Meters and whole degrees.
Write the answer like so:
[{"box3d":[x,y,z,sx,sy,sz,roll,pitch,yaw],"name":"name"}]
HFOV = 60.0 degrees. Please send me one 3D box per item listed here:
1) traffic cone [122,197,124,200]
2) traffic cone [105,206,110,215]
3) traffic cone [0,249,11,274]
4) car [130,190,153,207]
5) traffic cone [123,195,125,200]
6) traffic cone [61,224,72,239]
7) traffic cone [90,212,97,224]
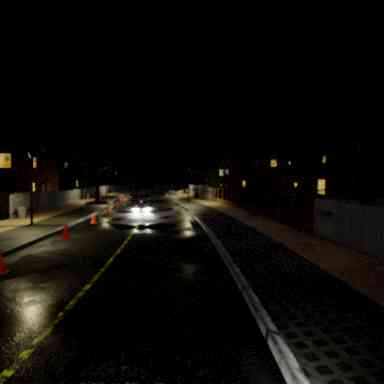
[{"box3d":[-7.157,0.973,32.799,0.340,0.580,0.340,-1,2,-9],"name":"traffic cone"},{"box3d":[-5.831,1.262,23.011,0.340,0.580,0.340,0,2,-6],"name":"traffic cone"},{"box3d":[-4.744,1.703,8.237,0.340,0.580,0.340,0,2,-2],"name":"traffic cone"},{"box3d":[-4.828,0.529,31.769,2.128,1.511,4.902,-1,2,-8],"name":"car"},{"box3d":[-7.991,0.828,37.713,0.340,0.580,0.340,-1,2,-9],"name":"traffic cone"},{"box3d":[-4.986,1.555,13.170,0.340,0.580,0.340,0,2,-3],"name":"traffic cone"},{"box3d":[-5.348,1.408,18.095,0.340,0.580,0.340,0,2,-5],"name":"traffic cone"}]
